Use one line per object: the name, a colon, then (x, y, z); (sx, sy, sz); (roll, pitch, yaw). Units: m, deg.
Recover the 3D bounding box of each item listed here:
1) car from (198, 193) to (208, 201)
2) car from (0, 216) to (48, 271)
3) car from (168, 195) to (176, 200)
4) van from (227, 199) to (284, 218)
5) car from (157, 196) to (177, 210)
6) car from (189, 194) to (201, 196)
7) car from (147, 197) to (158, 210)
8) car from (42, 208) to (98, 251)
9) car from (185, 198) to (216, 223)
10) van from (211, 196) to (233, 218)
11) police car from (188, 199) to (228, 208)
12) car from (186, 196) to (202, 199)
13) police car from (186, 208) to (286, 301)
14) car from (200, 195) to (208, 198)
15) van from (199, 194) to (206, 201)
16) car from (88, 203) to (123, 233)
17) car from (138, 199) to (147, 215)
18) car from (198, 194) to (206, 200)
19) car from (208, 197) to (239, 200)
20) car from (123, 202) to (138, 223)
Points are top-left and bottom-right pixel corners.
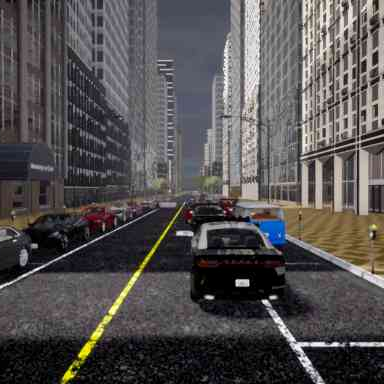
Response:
car: (2.722, 1.293, 82.280); (2.192, 1.841, 5.009); (-1, 0, 0)
car: (-5.694, 1.549, 8.396); (2.008, 1.369, 4.403); (-1, 0, 0)
car: (-5.650, 1.540, 93.651); (1.947, 1.339, 4.313); (-1, 0, 0)
van: (2.687, 1.338, 14.076); (1.690, 1.788, 3.998); (-1, 0, 0)
car: (-2.976, 1.591, 42.344); (1.895, 1.301, 4.718); (0, 0, 0)
car: (0.030, 1.337, 59.406); (2.097, 1.767, 4.553); (0, 0, 0)
car: (-5.677, 1.541, 42.498); (2.008, 1.369, 4.403); (-1, 0, 0)
car: (-5.691, 1.563, 14.080); (1.947, 1.339, 4.313); (-1, 0, 0)
car: (0.655, 1.472, 24.522); (1.882, 1.535, 5.008); (0, 0, 7)
van: (2.696, 1.334, 31.127); (1.690, 1.788, 3.998); (-1, 0, 0)
police car: (0.909, 1.421, 18.533); (1.930, 1.638, 5.238); (0, 0, 0)
car: (0.039, 1.590, 46.005); (1.895, 1.301, 4.718); (0, 0, 1)
police car: (0.903, 1.423, 8.532); (1.930, 1.638, 5.238); (0, 0, 0)
car: (2.710, 1.538, 53.861); (2.008, 1.369, 4.403); (-1, 0, 0)
van: (2.725, 1.317, 87.963); (1.690, 1.788, 3.998); (-1, 0, 0)
car: (-5.688, 1.540, 19.764); (1.887, 1.381, 4.507); (-1, 0, 0)
car: (-5.682, 1.575, 31.131); (1.802, 1.307, 4.206); (-1, 0, 0)
car: (2.729, 1.414, 93.647); (1.967, 1.590, 4.097); (-1, 0, 0)
car: (2.693, 1.309, 25.443); (2.192, 1.841, 5.009); (-1, 0, 0)
car: (-5.686, 1.545, 25.447); (2.008, 1.369, 4.403); (-1, 0, 0)
